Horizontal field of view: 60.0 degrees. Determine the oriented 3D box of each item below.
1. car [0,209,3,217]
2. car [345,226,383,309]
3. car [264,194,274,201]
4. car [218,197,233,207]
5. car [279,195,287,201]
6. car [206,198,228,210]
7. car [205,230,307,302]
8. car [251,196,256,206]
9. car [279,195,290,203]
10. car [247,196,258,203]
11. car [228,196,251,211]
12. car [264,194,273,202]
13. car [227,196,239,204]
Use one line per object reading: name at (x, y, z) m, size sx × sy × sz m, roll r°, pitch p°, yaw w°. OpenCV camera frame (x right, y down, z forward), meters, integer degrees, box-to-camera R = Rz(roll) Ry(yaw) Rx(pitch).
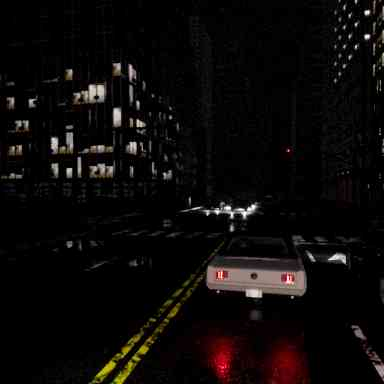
car at (-17.348, 1.434, 26.651) m, size 4.313 × 1.339 × 1.947 m, roll 1°, pitch 1°, yaw 14°
car at (4.825, 1.501, 7.437) m, size 1.837 × 1.490 × 4.892 m, roll 0°, pitch 0°, yaw 13°
car at (18.640, 1.283, 80.532) m, size 2.128 × 1.511 × 4.902 m, roll 0°, pitch 0°, yaw 13°
car at (5.412, 1.565, 53.037) m, size 1.895 × 1.301 × 4.718 m, roll 0°, pitch 0°, yaw 13°
car at (21.811, 1.352, 79.818) m, size 1.895 × 1.301 × 4.718 m, roll 0°, pitch 0°, yaw 13°
car at (3.091, 1.522, 43.168) m, size 2.033 × 1.411 × 5.357 m, roll 0°, pitch 0°, yaw 13°
car at (1.695, 1.597, 8.337) m, size 1.895 × 1.301 × 4.718 m, roll 0°, pitch 0°, yaw 14°
car at (7.974, 1.458, 49.731) m, size 2.128 × 1.511 × 4.902 m, roll 0°, pitch 0°, yaw 13°
car at (19.425, 1.471, 69.647) m, size 2.033 × 1.411 × 5.357 m, roll 0°, pitch 0°, yaw 13°
car at (12.768, 1.483, 69.735) m, size 2.033 × 1.411 × 5.357 m, roll 0°, pitch 0°, yaw 13°
car at (5.861, 1.502, 40.728) m, size 1.812 × 1.442 × 4.674 m, roll 0°, pitch 0°, yaw 13°
car at (16.363, 1.527, 70.826) m, size 1.895 × 1.301 × 4.718 m, roll 0°, pitch 0°, yaw 13°
car at (7.836, 1.457, 63.167) m, size 1.837 × 1.490 × 4.892 m, roll 0°, pitch 0°, yaw 14°
